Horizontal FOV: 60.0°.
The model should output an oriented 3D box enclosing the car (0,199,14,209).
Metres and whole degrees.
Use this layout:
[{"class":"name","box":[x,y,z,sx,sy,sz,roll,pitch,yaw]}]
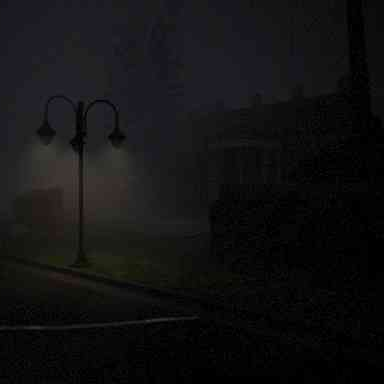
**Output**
[{"class":"car","box":[-24.808,1.597,42.927,1.895,1.301,4.718,0,0,7]}]
